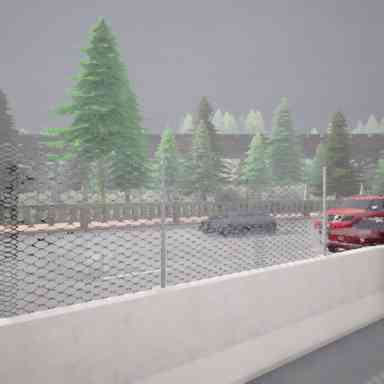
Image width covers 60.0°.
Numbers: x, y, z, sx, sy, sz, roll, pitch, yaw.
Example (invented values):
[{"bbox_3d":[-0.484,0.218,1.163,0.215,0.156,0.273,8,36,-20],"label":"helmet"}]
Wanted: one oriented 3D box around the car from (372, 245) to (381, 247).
[{"bbox_3d":[6.900,1.601,12.082,4.718,1.301,1.895,0,0,-28],"label":"car"}]
